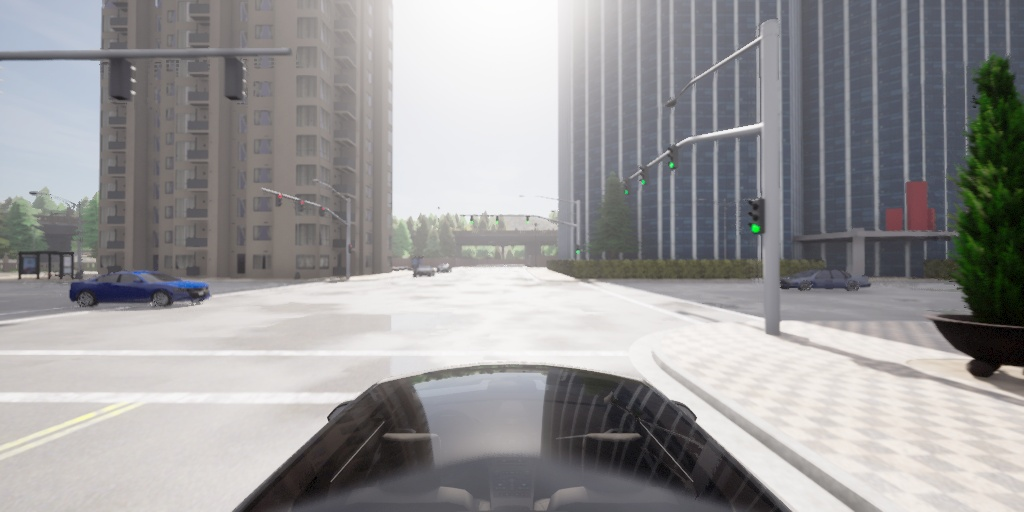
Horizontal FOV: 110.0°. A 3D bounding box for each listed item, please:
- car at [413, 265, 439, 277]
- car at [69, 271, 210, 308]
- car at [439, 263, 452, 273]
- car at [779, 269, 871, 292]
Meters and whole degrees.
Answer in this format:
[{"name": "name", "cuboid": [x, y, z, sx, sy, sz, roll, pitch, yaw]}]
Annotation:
[{"name": "car", "cuboid": [-10.597, 1.834, 43.458, 1.994, 1.385, 4.181, 0, -1, 0]}, {"name": "car", "cuboid": [-16.204, 1.403, 15.778, 5.008, 1.535, 1.882, 0, -1, -1]}, {"name": "car", "cuboid": [-10.589, 1.919, 56.067, 2.128, 1.511, 4.902, 0, -1, 0]}, {"name": "car", "cuboid": [19.941, 1.565, 23.252, 5.357, 1.411, 2.033, 0, -1, -1]}]
